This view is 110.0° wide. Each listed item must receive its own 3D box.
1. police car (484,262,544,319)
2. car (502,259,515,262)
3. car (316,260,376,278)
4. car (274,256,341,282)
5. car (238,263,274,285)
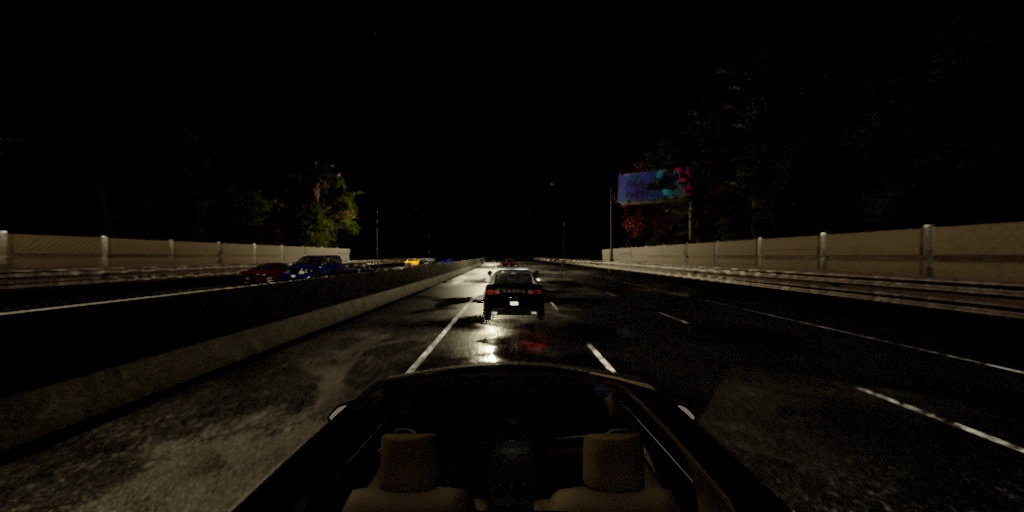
[{"bbox_3d":[0.047,1.175,13.016,1.930,1.638,5.238,0,0,0],"label":"police car"},{"bbox_3d":[-0.414,1.097,42.836,2.097,1.767,4.553,0,0,-1],"label":"car"},{"bbox_3d":[-10.766,1.244,24.275,2.128,1.511,4.902,0,0,-1],"label":"car"},{"bbox_3d":[-14.291,0.978,26.125,2.150,2.045,5.566,0,0,-1],"label":"car"},{"bbox_3d":[-17.799,1.232,26.560,1.882,1.535,5.008,0,0,-1],"label":"car"}]
